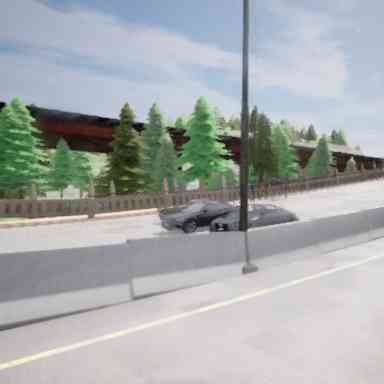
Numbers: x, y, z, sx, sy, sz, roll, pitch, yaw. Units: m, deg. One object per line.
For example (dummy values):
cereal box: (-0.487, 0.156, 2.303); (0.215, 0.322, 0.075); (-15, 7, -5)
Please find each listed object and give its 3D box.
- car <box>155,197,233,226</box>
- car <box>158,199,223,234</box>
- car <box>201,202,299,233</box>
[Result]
car: (0.204, 1.161, 21.334); (4.718, 1.301, 1.895); (-4, 2, -35)
car: (0.641, 1.195, 17.347); (4.674, 1.442, 1.812); (-4, 2, -35)
car: (2.780, 1.226, 14.573); (4.181, 1.385, 1.994); (-4, 2, -35)
